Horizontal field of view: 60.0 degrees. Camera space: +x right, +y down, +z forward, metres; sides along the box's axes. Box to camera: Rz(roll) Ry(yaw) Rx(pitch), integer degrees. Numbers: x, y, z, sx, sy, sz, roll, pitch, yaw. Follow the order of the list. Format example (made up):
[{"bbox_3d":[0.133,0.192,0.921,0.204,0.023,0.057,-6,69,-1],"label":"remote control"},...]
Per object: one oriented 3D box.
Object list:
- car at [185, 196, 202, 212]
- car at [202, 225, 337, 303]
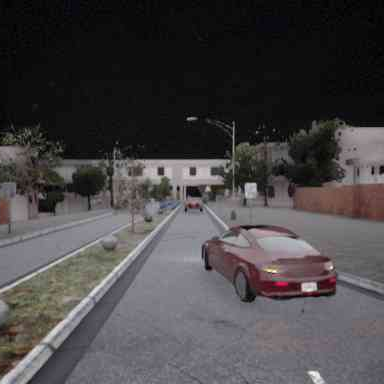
[{"bbox_3d":[0.174,1.415,40.699,2.097,1.767,4.553,0,0,0],"label":"car"},{"bbox_3d":[1.588,1.531,8.226,1.812,1.442,4.674,0,0,-13],"label":"car"}]
